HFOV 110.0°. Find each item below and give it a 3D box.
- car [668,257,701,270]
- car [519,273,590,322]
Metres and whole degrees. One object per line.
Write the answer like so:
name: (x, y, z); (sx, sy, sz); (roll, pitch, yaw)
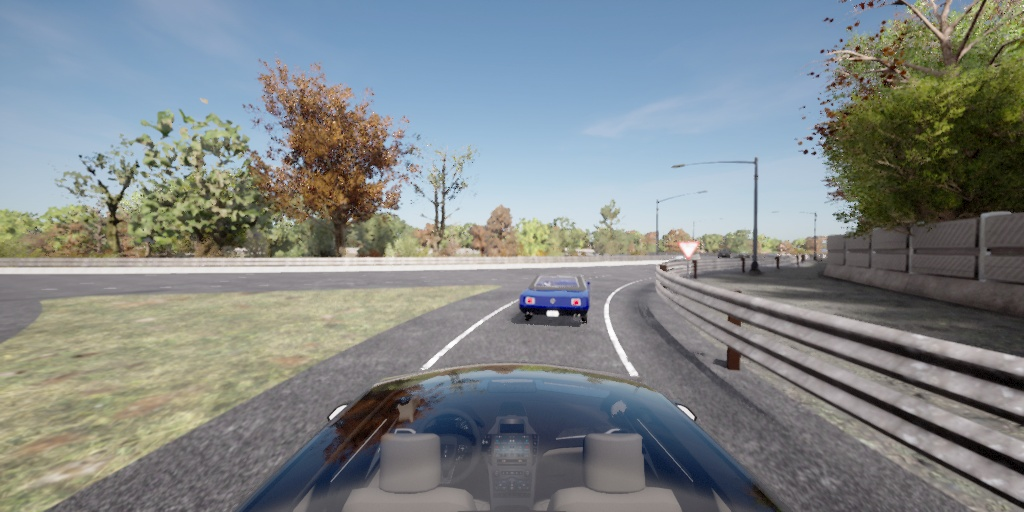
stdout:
car: (17.044, 0.779, 35.469); (4.674, 1.442, 1.812); (-1, 1, -42)
car: (1.572, 1.195, 11.611); (1.895, 1.301, 4.718); (0, 1, 13)
